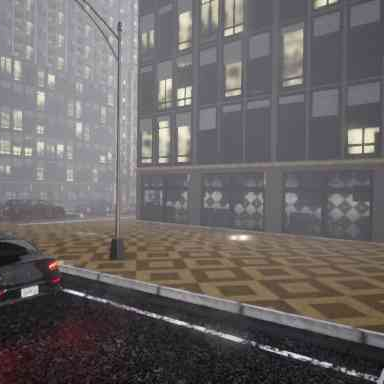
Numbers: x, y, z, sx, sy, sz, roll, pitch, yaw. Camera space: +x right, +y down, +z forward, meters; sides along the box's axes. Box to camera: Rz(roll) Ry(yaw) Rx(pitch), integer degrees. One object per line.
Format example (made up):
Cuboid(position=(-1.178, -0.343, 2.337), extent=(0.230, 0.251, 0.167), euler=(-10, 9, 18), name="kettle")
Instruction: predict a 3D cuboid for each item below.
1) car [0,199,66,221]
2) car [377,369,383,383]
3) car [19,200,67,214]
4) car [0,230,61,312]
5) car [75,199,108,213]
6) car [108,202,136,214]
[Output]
Cuboid(position=(-13.722, 1.520, 29.209), extent=(2.192, 1.841, 5.009), euler=(1, 0, 36), name="car")
Cuboid(position=(3.259, 1.353, 1.362), extent=(4.553, 1.767, 2.097), euler=(0, 0, 35), name="car")
Cuboid(position=(-17.226, 1.643, 38.582), extent=(1.752, 1.417, 4.829), euler=(1, 0, 36), name="car")
Cuboid(position=(-4.630, 1.522, 6.976), extent=(4.674, 1.442, 1.812), euler=(0, 0, 35), name="car")
Cuboid(position=(-12.112, 1.709, 41.138), extent=(1.837, 1.490, 4.892), euler=(1, 0, 36), name="car")
Cuboid(position=(-6.930, 1.830, 38.425), extent=(1.752, 1.417, 4.829), euler=(1, 0, 36), name="car")
